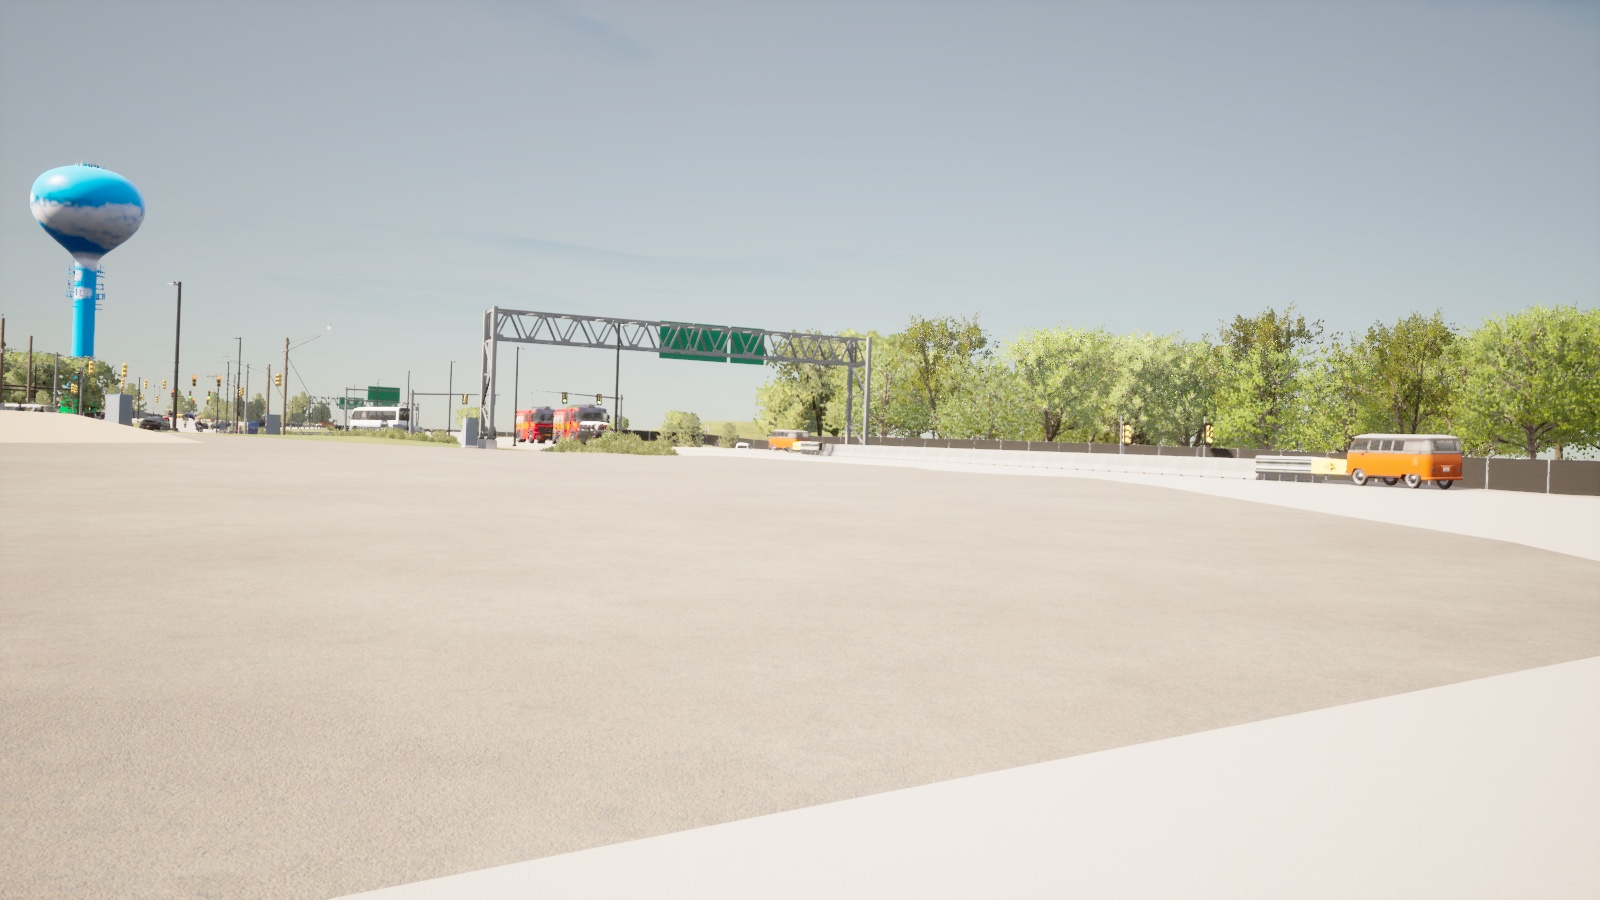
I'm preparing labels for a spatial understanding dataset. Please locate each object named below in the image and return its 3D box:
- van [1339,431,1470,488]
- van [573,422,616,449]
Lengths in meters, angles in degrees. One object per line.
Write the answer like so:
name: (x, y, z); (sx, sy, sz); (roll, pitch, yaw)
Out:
van: (22.385, 0.306, 46.720); (1.775, 1.987, 4.442); (0, 1, -19)
van: (-16.031, -1.136, 97.990); (2.069, 2.038, 4.480); (2, 0, -26)
